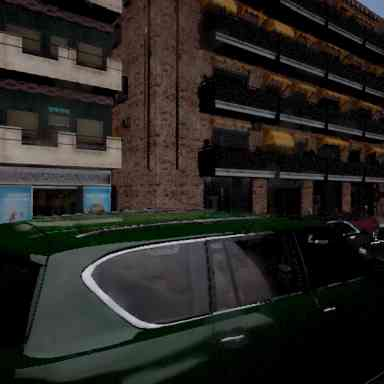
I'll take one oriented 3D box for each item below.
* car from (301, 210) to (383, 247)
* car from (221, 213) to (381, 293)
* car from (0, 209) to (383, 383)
[{"bbox_3d":[7.172,1.583,15.538,4.206,1.307,1.802,0,0,-35],"label":"car"},{"bbox_3d":[3.303,1.505,9.598,4.892,1.490,1.837,0,0,-36],"label":"car"},{"bbox_3d":[0.548,1.223,3.705,5.566,2.045,2.150,0,0,-36],"label":"car"}]
